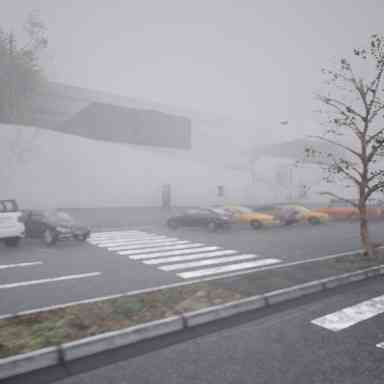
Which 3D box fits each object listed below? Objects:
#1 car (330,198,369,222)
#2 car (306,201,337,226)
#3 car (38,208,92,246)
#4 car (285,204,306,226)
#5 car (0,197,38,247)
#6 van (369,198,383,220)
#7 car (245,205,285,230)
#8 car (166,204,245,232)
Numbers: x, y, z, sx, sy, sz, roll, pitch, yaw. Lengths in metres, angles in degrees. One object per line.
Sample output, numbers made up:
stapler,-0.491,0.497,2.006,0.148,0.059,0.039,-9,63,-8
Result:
car,12.729,1.629,29.337,4.553,1.767,2.185,-1,-1,35
car,7.999,1.688,25.790,5.366,1.575,1.946,-1,-2,35
car,-6.734,1.518,15.527,4.892,1.521,2.231,-1,-1,34
car,5.388,1.688,24.177,4.792,1.488,2.163,-1,-1,35
car,-9.189,1.244,13.803,5.566,2.045,2.435,-1,-1,35
van,15.241,1.556,31.030,4.442,1.987,1.878,-1,-1,35
car,3.138,1.620,22.331,5.366,1.575,1.946,-1,-1,35
car,0.557,1.635,20.700,4.674,1.452,2.002,-1,-1,35
